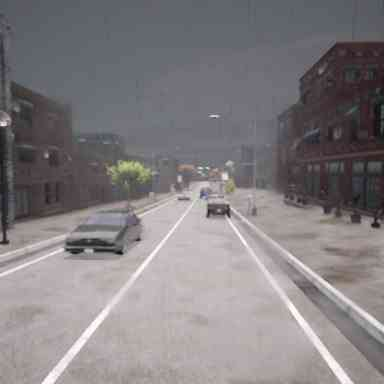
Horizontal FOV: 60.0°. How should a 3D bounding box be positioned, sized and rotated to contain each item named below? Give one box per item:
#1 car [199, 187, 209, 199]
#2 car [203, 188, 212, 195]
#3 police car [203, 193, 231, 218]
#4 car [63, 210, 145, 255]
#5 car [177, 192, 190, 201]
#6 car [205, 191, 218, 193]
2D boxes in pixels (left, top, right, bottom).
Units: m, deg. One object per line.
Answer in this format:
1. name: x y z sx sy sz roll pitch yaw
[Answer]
1. car: 2.512 0.144 61.212 2.150 2.045 5.566 0 2 2
2. car: 2.806 0.759 43.408 2.097 1.767 4.553 0 1 2
3. police car: 2.128 1.165 27.559 1.930 1.638 5.238 0 1 2
4. car: -3.143 1.449 13.144 2.033 1.411 5.357 0 1 2
5. car: -1.350 0.699 54.115 1.895 1.301 4.718 0 2 3
6. car: 2.559 1.000 37.633 1.801 1.575 5.366 0 1 2
